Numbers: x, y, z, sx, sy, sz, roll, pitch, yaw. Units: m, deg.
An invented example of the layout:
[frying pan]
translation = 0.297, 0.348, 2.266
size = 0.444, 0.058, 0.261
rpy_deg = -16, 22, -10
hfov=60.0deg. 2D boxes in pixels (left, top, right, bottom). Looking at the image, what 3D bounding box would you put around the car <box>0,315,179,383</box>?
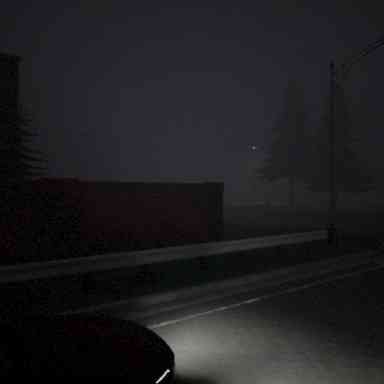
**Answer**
[car]
translation = -2.242, 1.525, 2.150
size = 4.674, 1.442, 1.812
rpy_deg = 0, 0, -36
